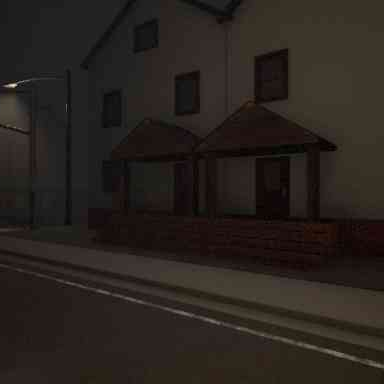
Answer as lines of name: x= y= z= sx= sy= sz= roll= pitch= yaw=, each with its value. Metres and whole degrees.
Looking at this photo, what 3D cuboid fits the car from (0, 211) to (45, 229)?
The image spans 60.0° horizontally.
car: x=-15.586 y=2.484 z=29.647 sx=2.128 sy=1.511 sz=4.902 roll=0 pitch=-9 yaw=36
